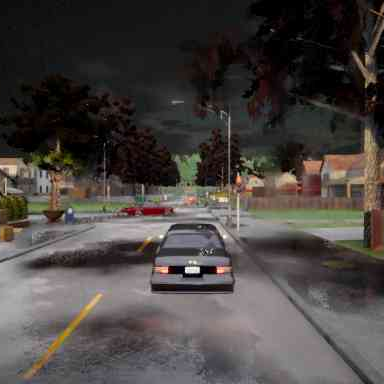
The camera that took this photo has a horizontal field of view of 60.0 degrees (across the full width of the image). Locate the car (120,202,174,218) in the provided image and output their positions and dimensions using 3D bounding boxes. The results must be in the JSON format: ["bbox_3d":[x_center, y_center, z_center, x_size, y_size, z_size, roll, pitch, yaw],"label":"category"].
[{"bbox_3d":[-4.044,1.601,30.504,4.718,1.301,1.895,0,0,-34],"label":"car"}]

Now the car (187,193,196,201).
[{"bbox_3d":[-0.194,1.225,85.893,2.150,2.045,5.566,0,0,0],"label":"car"}]

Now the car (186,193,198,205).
[{"bbox_3d":[-0.037,1.352,58.595,2.097,1.767,4.553,0,0,0],"label":"car"}]

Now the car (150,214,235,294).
[{"bbox_3d":[0.022,1.547,8.914,2.033,1.411,5.357,0,0,0],"label":"car"}]
